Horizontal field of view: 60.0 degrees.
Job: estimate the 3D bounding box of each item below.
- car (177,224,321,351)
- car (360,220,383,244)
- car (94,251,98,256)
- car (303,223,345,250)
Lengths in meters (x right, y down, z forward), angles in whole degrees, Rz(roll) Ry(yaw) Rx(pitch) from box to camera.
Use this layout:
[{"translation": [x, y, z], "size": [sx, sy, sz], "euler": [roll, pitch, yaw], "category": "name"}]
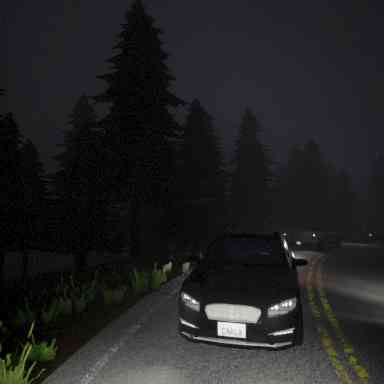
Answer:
[{"translation": [1.139, 1.562, 6.634], "size": [2.128, 1.511, 4.902], "euler": [-1, -2, 15], "category": "car"}, {"translation": [15.926, 3.232, 26.501], "size": [5.566, 2.045, 2.150], "euler": [8, -8, -28], "category": "car"}, {"translation": [-20.222, 13.651, 73.014], "size": [4.181, 1.381, 1.994], "euler": [-2, -5, 31], "category": "car"}, {"translation": [6.541, 2.312, 17.763], "size": [1.895, 1.301, 4.718], "euler": [-3, -6, 39], "category": "car"}]
